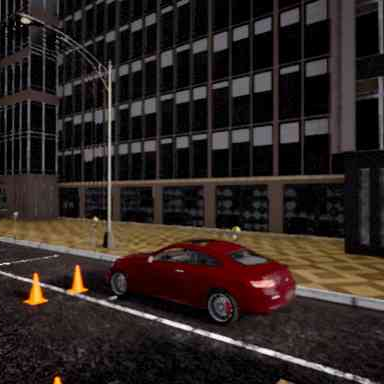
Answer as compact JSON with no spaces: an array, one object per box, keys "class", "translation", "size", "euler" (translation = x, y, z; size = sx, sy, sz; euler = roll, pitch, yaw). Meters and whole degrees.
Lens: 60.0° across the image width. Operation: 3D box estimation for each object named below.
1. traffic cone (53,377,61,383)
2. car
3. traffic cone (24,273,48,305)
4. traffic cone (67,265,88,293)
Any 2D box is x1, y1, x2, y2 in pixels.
[{"class":"traffic cone","translation":[-1.223,1.978,3.010],"size":[0.340,0.580,0.340],"euler":[0,-1,36]},{"class":"car","translation":[0.015,1.640,7.020],"size":[4.206,1.307,1.802],"euler":[0,-1,36]},{"class":"traffic cone","translation":[-3.273,2.002,6.984],"size":[0.340,0.580,0.340],"euler":[0,-1,36]},{"class":"traffic cone","translation":[-2.684,2.010,7.791],"size":[0.340,0.580,0.340],"euler":[0,-1,36]}]
